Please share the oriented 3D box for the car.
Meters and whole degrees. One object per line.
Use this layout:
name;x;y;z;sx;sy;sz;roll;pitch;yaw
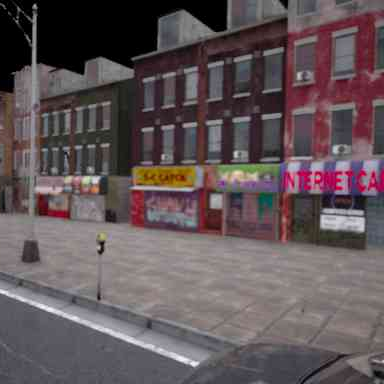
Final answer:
car;1.685;1.556;1.589;4.403;1.369;2.008;1;2;36
